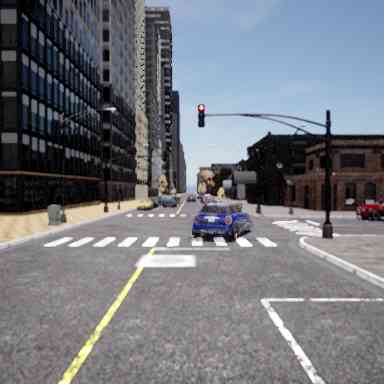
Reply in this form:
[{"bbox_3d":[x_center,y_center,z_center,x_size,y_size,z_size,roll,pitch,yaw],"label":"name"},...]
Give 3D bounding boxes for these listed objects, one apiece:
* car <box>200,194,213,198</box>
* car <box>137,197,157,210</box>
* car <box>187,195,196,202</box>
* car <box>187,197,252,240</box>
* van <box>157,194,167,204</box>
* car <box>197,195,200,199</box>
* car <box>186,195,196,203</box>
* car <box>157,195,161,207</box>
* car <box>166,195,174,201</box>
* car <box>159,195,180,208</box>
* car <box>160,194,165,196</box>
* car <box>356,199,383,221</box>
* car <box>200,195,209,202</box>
[{"bbox_3d":[2.589,1.452,47.967,1.967,1.590,4.097,-1,0,0],"label":"car"},{"bbox_3d":[-5.917,1.536,42.192,1.752,1.417,4.829,-1,0,0],"label":"car"},{"bbox_3d":[-0.146,1.469,79.305,2.128,1.511,4.902,0,0,0],"label":"car"},{"bbox_3d":[1.722,1.355,17.507,2.097,1.767,4.553,0,0,22],"label":"car"},{"bbox_3d":[-5.792,1.359,64.939,1.690,1.788,3.998,-1,0,0],"label":"van"},{"bbox_3d":[2.566,1.331,59.255,2.192,1.841,5.009,-1,0,0],"label":"car"},{"bbox_3d":[-0.130,1.374,70.491,2.097,1.767,4.553,0,0,0],"label":"car"},{"bbox_3d":[-5.756,1.578,48.006,1.947,1.339,4.313,-1,0,0],"label":"car"},{"bbox_3d":[-5.830,1.552,87.345,1.752,1.417,4.829,-1,0,0],"label":"car"},{"bbox_3d":[-3.180,1.576,47.969,1.994,1.385,4.181,0,0,0],"label":"car"},{"bbox_3d":[-5.777,1.582,59.295,1.947,1.339,4.313,-1,0,0],"label":"car"},{"bbox_3d":[16.476,1.428,27.704,5.009,1.841,2.192,1,0,1],"label":"car"},{"bbox_3d":[2.997,1.527,80.877,1.837,1.490,4.892,0,0,0],"label":"car"}]
